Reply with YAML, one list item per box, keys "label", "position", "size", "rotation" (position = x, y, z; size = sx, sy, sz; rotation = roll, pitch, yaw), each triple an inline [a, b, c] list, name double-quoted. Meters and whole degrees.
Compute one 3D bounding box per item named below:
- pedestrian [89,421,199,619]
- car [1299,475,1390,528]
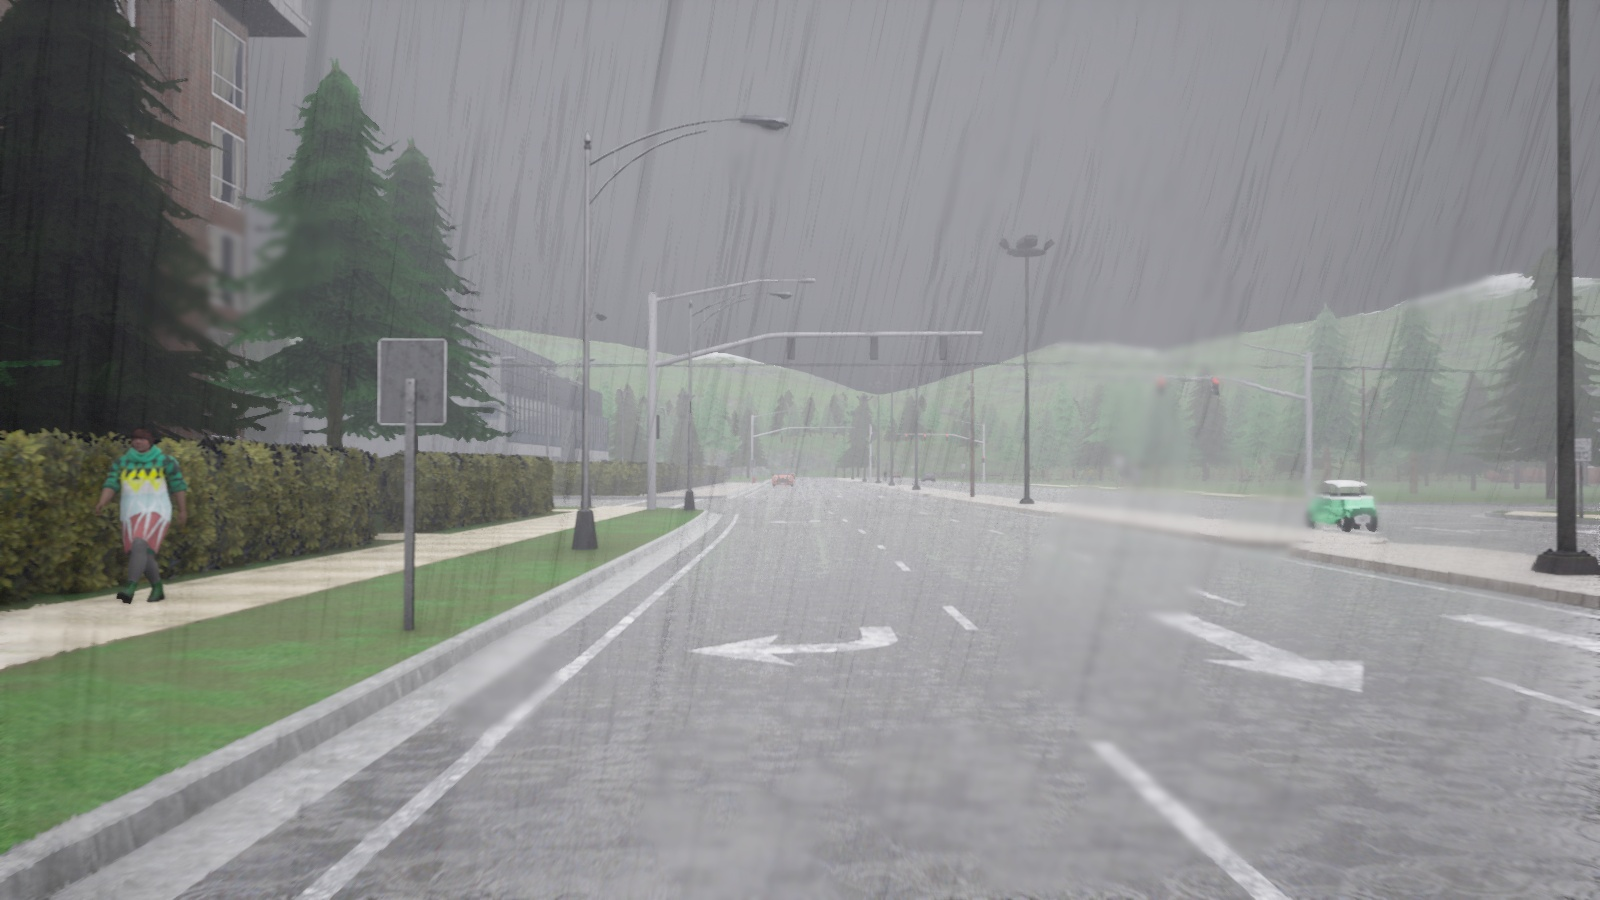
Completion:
- label: "pedestrian"
  position: [-6.675, 0.695, 12.823]
  size: [0.659, 1.952, 0.873]
  rotation: [0, -1, 0]
- label: "car"
  position: [14.838, 1.383, 34.314]
  size: [1.481, 1.376, 2.207]
  rotation: [0, 0, -1]
